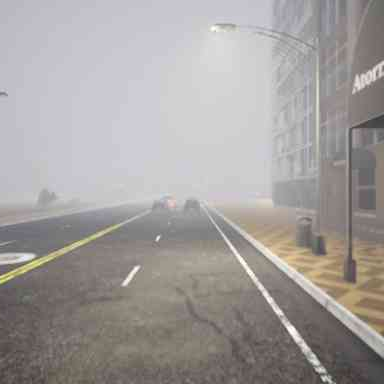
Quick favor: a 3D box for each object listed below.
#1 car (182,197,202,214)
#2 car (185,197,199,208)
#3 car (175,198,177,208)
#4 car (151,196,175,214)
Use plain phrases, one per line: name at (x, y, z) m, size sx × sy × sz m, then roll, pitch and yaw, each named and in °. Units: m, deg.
car at (-0.019, 1.472, 35.569) m, size 1.837 × 1.490 × 4.892 m, roll 0°, pitch 0°, yaw 0°
car at (-0.012, 1.460, 47.468) m, size 1.837 × 1.490 × 4.892 m, roll 0°, pitch 1°, yaw 0°
car at (-3.261, 1.304, 47.474) m, size 2.097 × 1.767 × 4.553 m, roll 0°, pitch 0°, yaw 0°
car at (-3.269, 1.458, 35.523) m, size 2.128 × 1.511 × 4.902 m, roll 0°, pitch 0°, yaw 0°
